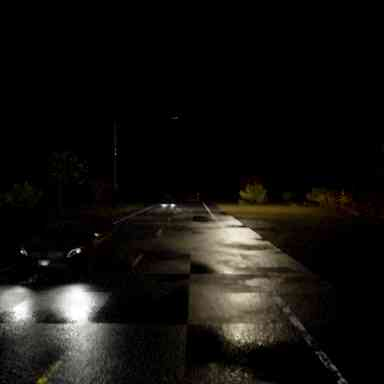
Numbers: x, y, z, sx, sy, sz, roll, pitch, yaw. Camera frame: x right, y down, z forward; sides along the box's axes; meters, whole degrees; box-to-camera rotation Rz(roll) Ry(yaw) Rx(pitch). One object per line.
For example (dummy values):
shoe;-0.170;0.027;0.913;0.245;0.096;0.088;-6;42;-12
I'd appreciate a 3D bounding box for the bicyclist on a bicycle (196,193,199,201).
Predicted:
bicyclist on a bicycle;1.049;0.927;63.969;0.582;1.620;1.656;0;0;0

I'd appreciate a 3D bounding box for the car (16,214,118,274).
car;-3.597;1.448;10.440;1.812;1.442;4.674;0;0;0

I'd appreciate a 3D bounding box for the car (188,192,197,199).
car;0.100;0.887;75.712;2.128;1.511;4.902;0;1;0

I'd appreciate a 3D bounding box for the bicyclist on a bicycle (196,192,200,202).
bicyclist on a bicycle;1.036;0.925;55.340;0.659;1.776;1.843;0;1;0

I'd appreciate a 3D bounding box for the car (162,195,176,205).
car;-3.511;1.141;50.983;2.033;1.411;5.357;0;1;0

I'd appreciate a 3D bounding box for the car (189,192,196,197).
car;0.118;0.618;89.012;2.033;1.411;5.357;0;1;0
